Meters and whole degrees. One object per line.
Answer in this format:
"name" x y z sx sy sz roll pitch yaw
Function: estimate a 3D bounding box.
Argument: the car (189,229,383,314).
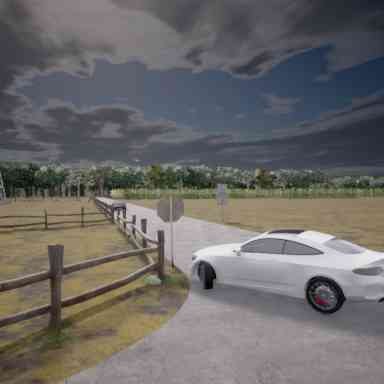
"car" 2.049 1.618 7.809 4.674 1.442 1.812 -2 0 39

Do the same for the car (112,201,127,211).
"car" -10.894 1.990 49.471 2.033 1.411 5.357 -2 0 -18
